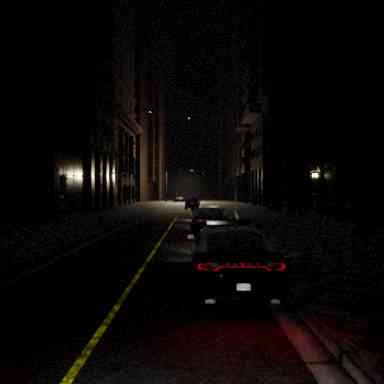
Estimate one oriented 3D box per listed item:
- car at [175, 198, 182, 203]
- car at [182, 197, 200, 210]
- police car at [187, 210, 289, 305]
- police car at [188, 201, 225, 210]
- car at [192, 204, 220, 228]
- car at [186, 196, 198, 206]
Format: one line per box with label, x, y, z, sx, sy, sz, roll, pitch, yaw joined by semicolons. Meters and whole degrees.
car;-2.922;1.933;77.406;1.895;1.301;4.718;0;0;0
car;0.062;1.574;46.486;2.097;1.767;4.553;0;0;0
police car;0.908;1.471;8.394;1.930;1.638;5.238;0;0;0
police car;0.918;1.522;18.395;1.930;1.638;5.238;0;0;0
car;0.924;1.651;24.285;1.812;1.442;4.674;0;0;0
car;0.060;1.625;59.779;2.097;1.767;4.553;0;0;0
